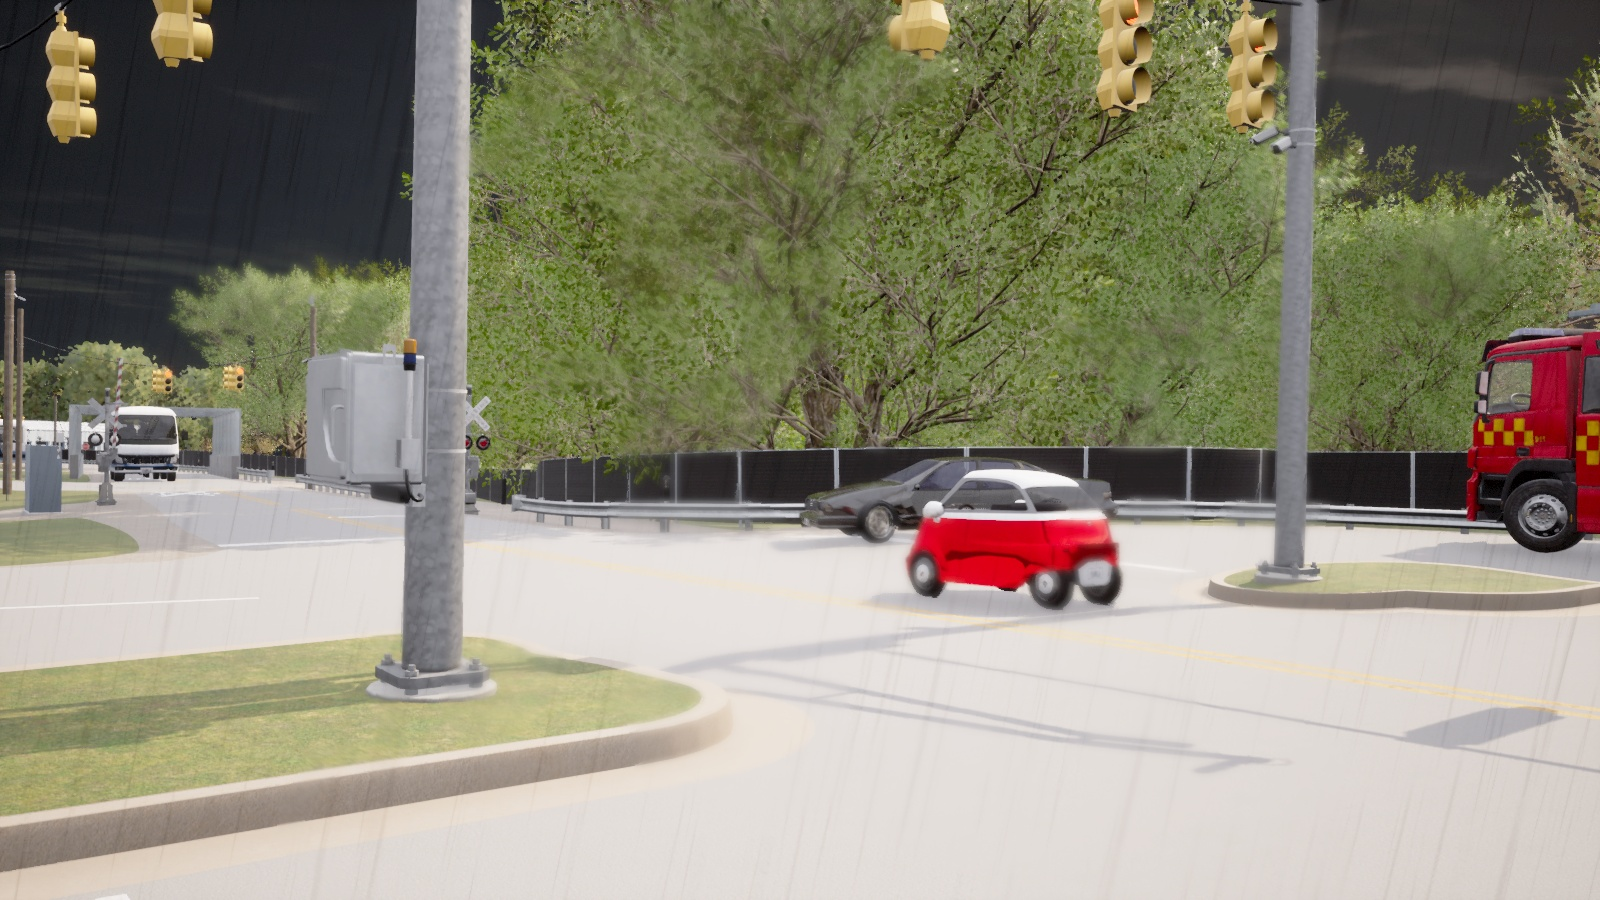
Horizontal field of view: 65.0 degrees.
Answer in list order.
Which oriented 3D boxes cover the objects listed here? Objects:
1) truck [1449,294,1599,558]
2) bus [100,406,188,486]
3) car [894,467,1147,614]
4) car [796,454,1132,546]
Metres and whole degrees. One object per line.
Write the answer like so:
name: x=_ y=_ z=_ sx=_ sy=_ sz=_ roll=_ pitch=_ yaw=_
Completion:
truck: x=13.218 y=-0.340 z=17.422 sx=2.891 sy=3.827 sz=8.468 roll=0 pitch=1 yaw=-10
bus: x=-38.126 y=-0.189 z=72.777 sx=3.944 sy=4.253 sz=10.273 roll=0 pitch=0 yaw=-31
car: x=2.274 y=0.875 z=13.208 sx=1.481 sy=1.376 sz=2.207 roll=1 pitch=-1 yaw=-36
car: x=2.764 y=0.806 z=21.676 sx=5.357 sy=1.411 sz=2.033 roll=-1 pitch=0 yaw=-11
